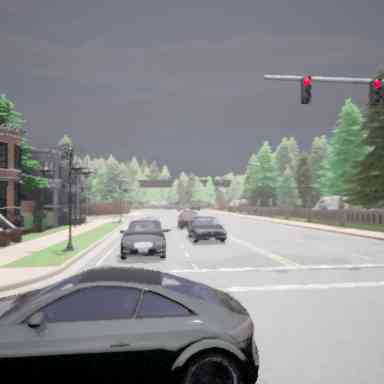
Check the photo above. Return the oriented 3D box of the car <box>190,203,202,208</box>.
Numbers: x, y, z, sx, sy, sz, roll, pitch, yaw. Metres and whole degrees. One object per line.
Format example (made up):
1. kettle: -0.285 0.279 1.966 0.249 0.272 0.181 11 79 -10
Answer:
1. car: 0.819 3.934 85.489 2.150 2.045 5.566 0 -2 -6

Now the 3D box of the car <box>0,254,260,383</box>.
1. car: -1.280 1.732 4.325 4.181 1.385 1.994 0 -2 -6

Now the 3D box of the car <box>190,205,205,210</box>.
1. car: 1.522 4.417 93.960 1.837 1.490 4.892 -2 -2 33

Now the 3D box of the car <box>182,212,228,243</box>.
1. car: 0.817 2.227 20.489 2.033 1.411 5.357 0 -2 -6

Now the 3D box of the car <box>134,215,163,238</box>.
1. car: -3.100 2.445 24.181 1.895 1.301 4.718 0 -2 -6

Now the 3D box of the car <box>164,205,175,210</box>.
1. car: -6.132 3.971 84.662 1.882 1.535 5.008 0 -2 -6

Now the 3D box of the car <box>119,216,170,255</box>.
1. car: -2.102 2.020 14.974 2.128 1.511 4.902 0 -2 -6

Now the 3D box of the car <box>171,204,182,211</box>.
1. car: -4.436 4.378 95.192 2.097 1.767 4.553 0 -2 -18

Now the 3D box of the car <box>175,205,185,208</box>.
1. car: -2.602 4.217 84.598 2.033 1.411 5.357 0 -2 -6

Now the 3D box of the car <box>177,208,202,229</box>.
1. car: -0.222 2.492 30.266 1.882 1.535 5.008 0 -2 -6
